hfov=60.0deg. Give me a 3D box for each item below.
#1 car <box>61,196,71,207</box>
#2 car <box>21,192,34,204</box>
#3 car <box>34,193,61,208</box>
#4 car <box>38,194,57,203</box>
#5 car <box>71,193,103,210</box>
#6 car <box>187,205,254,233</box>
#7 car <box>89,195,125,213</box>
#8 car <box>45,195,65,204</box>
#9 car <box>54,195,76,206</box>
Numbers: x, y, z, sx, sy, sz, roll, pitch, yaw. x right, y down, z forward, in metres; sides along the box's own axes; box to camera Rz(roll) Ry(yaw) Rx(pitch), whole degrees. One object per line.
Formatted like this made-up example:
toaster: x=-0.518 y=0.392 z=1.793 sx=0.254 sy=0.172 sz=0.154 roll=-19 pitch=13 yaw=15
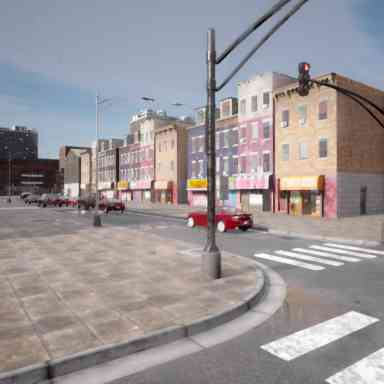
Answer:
car: x=-14.236 y=1.183 z=40.858 sx=1.802 sy=1.307 sz=4.206 roll=0 pitch=0 yaw=-35
car: x=-23.573 y=1.046 z=49.502 sx=2.033 sy=1.411 sz=5.357 roll=0 pitch=1 yaw=-35
car: x=-17.714 y=0.936 z=41.283 sx=2.097 sy=1.767 sz=4.553 roll=0 pitch=1 yaw=-35
car: x=-23.641 y=1.014 z=54.184 sx=2.008 sy=1.369 sz=4.403 roll=0 pitch=0 yaw=-35
car: x=-11.097 y=0.964 z=36.414 sx=2.192 sy=1.841 sz=5.009 roll=1 pitch=0 yaw=-35
car: x=1.442 y=1.403 z=18.647 sx=1.887 sy=1.381 sz=4.507 roll=1 pitch=0 yaw=-35
car: x=-7.964 y=1.244 z=31.973 sx=1.887 sy=1.381 sz=4.507 roll=1 pitch=0 yaw=-35
car: x=-20.506 y=1.090 z=49.742 sx=1.802 sy=1.307 sz=4.206 roll=0 pitch=0 yaw=-35
car: x=-17.371 y=1.136 z=45.299 sx=1.802 sy=1.307 sz=4.206 roll=0 pitch=0 yaw=-35
